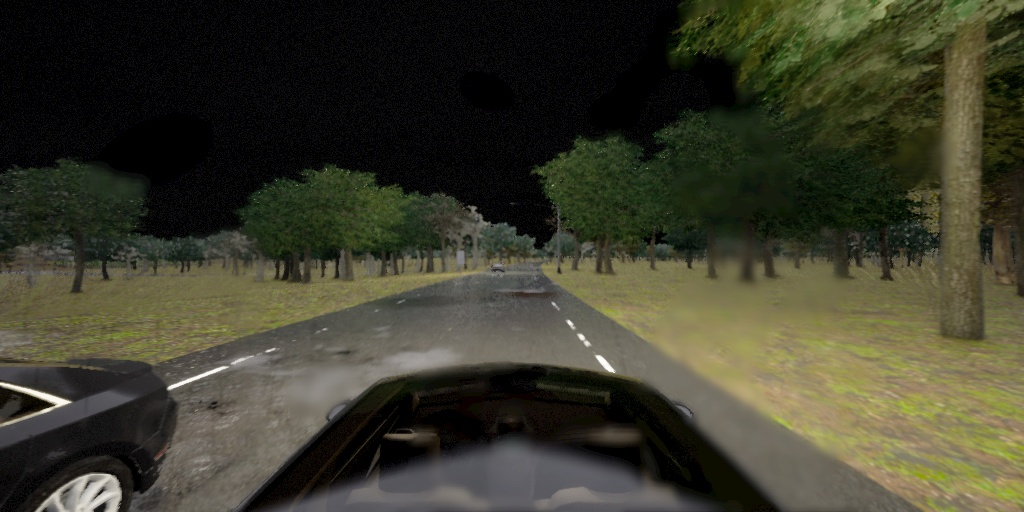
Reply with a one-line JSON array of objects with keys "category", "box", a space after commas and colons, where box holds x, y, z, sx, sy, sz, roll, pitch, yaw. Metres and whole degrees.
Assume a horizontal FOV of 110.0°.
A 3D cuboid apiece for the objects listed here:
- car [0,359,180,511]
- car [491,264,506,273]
[{"category": "car", "box": [-3.597, 1.244, 0.827, 1.837, 1.490, 4.892, 0, -1, 0]}, {"category": "car", "box": [-2.010, 1.857, 54.572, 2.033, 1.411, 5.357, 0, -1, 4]}]
